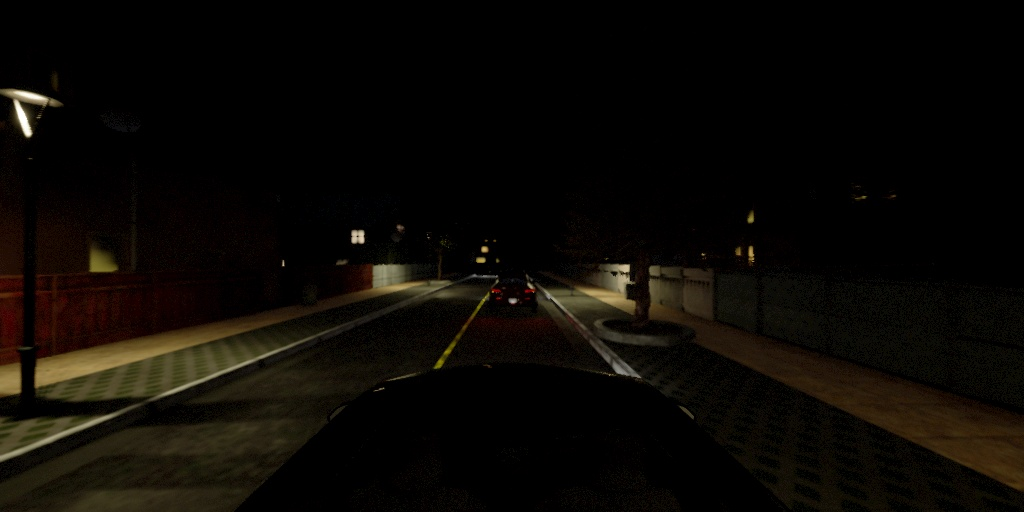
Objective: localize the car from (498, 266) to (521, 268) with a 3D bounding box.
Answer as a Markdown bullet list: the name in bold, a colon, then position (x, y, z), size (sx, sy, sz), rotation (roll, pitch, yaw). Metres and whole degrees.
- **car**: position (0.046, 1.557, 29.218), size (1.837, 1.490, 4.892), rotation (0, 0, 1)

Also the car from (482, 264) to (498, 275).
- **car**: position (-2.795, 1.802, 48.100), size (1.837, 1.490, 4.892), rotation (0, -1, 1)

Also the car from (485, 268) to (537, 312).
- **car**: position (0.051, 1.410, 14.855), size (1.812, 1.442, 4.674), rotation (0, 0, 0)
